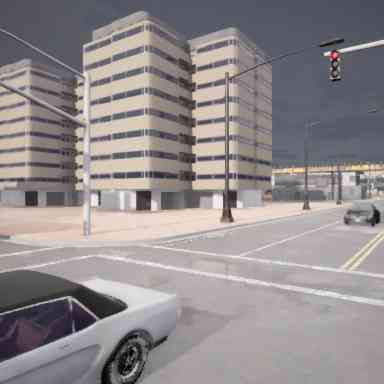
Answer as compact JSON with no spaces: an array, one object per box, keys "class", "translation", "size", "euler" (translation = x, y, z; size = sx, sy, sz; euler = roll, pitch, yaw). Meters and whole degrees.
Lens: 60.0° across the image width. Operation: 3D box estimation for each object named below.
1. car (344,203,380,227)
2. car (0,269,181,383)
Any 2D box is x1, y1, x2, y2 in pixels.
[{"class":"car","translation":[11.954,1.538,23.237],"size":[1.812,1.442,4.674],"euler":[0,0,35]},{"class":"car","translation":[-2.218,1.602,3.193],"size":[1.895,1.301,4.718],"euler":[0,0,35]}]
